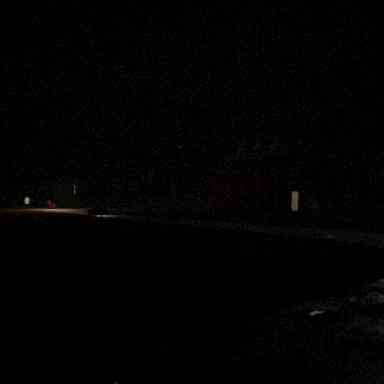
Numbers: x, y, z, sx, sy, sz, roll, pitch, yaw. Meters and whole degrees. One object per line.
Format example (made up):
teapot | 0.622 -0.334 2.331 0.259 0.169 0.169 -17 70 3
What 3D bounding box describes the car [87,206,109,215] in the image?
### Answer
car | -14.933 2.946 52.649 2.033 1.411 5.357 2 -3 -36
